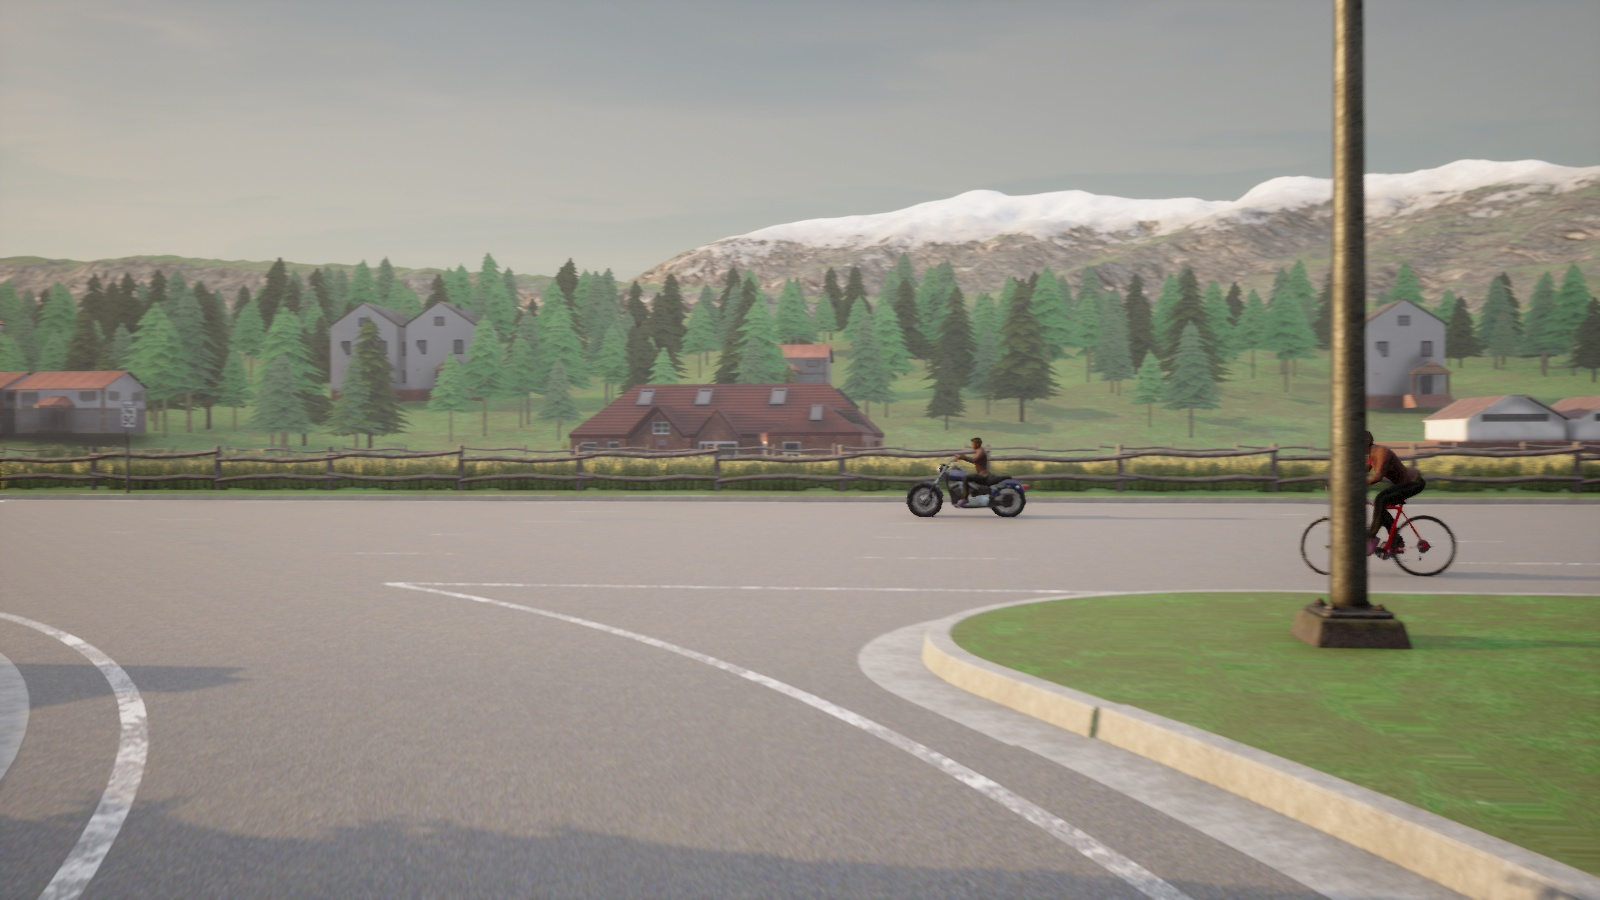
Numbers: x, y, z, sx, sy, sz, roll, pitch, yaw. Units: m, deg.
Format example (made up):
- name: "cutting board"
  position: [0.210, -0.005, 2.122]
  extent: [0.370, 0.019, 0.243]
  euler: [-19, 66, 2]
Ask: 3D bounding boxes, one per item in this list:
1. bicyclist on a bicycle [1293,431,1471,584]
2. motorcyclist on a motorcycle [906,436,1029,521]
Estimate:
- name: "bicyclist on a bicycle"
  position: [6.342, 0.615, 13.745]
  extent: [1.656, 1.620, 0.582]
  euler: [0, 0, 7]
- name: "motorcyclist on a motorcycle"
  position: [3.294, 0.553, 24.729]
  extent: [2.350, 1.649, 0.766]
  euler: [0, 0, 7]
